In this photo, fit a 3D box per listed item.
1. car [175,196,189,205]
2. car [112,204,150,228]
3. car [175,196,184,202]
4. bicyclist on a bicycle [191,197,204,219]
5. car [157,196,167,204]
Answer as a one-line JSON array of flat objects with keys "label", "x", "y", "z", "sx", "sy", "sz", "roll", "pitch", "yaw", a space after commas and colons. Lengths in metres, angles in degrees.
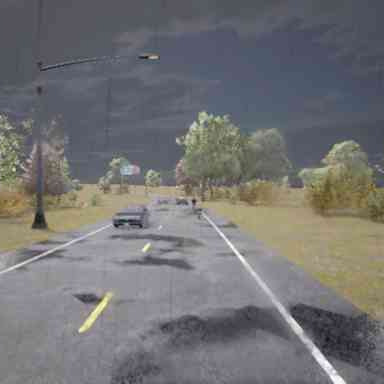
[{"label": "car", "x": -1.685, "y": 1.480, "z": 57.468, "sx": 1.812, "sy": 1.442, "sz": 4.674, "roll": 0, "pitch": 0, "yaw": -3}, {"label": "car", "x": -3.886, "y": 1.541, "z": 22.206, "sx": 2.033, "sy": 1.411, "sz": 5.357, "roll": 0, "pitch": 0, "yaw": -1}, {"label": "car", "x": -2.926, "y": 1.523, "z": 74.955, "sx": 1.895, "sy": 1.301, "sz": 4.718, "roll": 0, "pitch": 0, "yaw": -4}, {"label": "bicyclist on a bicycle", "x": 0.559, "y": 1.424, "z": 27.192, "sx": 0.866, "sy": 1.612, "sz": 1.509, "roll": 0, "pitch": 0, "yaw": -2}, {"label": "car", "x": -5.606, "y": 1.448, "z": 62.805, "sx": 2.128, "sy": 1.511, "sz": 4.902, "roll": 0, "pitch": 0, "yaw": -3}]
